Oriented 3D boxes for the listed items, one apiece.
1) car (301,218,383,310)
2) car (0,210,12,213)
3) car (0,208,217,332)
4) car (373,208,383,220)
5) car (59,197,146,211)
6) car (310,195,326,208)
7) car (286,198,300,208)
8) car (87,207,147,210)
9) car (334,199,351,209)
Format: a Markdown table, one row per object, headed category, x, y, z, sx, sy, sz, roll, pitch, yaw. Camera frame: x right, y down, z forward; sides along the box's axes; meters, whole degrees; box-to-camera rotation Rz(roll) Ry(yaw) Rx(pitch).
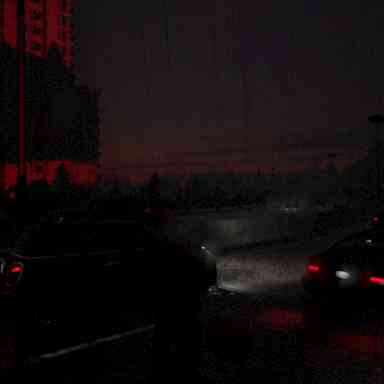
| category | x | y | z | sx | sy | sz | roll | pitch | yaw |
| --- | --- | --- | --- | --- | --- | --- | --- | --- | --- |
| car | 4.656 | 1.563 | 7.683 | 5.357 | 1.411 | 2.033 | 0 | 0 | -41 |
| car | -10.912 | 1.659 | 17.831 | 4.718 | 1.301 | 1.895 | 0 | 0 | -38 |
| car | -1.631 | 1.373 | 7.141 | 4.553 | 1.767 | 2.097 | 0 | 0 | -37 |
| car | 12.550 | 1.603 | 20.433 | 2.033 | 1.411 | 5.357 | 0 | 0 | 41 |
| car | -4.960 | 1.279 | 18.121 | 5.566 | 2.045 | 2.150 | 0 | 0 | -41 |
| car | 20.029 | 1.482 | 52.814 | 2.150 | 2.045 | 5.566 | 0 | 0 | 23 |
| car | 15.888 | 1.752 | 52.138 | 2.128 | 1.511 | 4.902 | 0 | -1 | 23 |
| car | -2.522 | 1.611 | 15.691 | 4.181 | 1.385 | 1.994 | 0 | 0 | -41 |
| car | 21.816 | 1.746 | 48.239 | 1.812 | 1.442 | 4.674 | 0 | 0 | 24 |
